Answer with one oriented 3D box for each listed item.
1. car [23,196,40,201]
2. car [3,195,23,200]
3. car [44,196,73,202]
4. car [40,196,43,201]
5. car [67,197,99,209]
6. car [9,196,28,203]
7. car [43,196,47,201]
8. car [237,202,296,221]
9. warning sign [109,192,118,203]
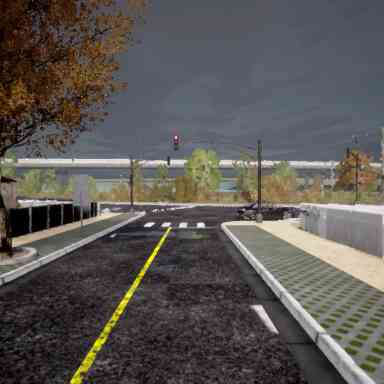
[{"bbox_3d":[-30.253,1.643,60.290,4.553,1.767,2.097,-1,2,36],"label":"car"},{"bbox_3d":[-32.155,1.622,57.635,5.566,2.045,2.150,0,2,37],"label":"car"},{"bbox_3d":[-18.513,1.757,47.653,5.008,1.535,1.882,0,2,36],"label":"car"},{"bbox_3d":[-32.437,1.740,65.925,4.902,1.511,2.128,-1,2,36],"label":"car"},{"bbox_3d":[-16.510,1.647,50.215,5.008,1.535,1.882,0,2,36],"label":"car"},{"bbox_3d":[-38.963,1.585,74.674,4.892,1.490,1.837,-1,2,36],"label":"car"},{"bbox_3d":[-30.525,1.625,68.548,4.902,1.511,2.128,-1,2,36],"label":"car"},{"bbox_3d":[6.196,1.592,27.695,4.902,1.511,2.128,-1,0,-12],"label":"car"},{"bbox_3d":[-14.246,0.995,60.260,1.060,1.860,1.300,2,1,36],"label":"warning sign"}]
